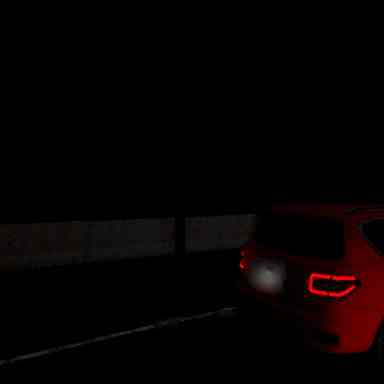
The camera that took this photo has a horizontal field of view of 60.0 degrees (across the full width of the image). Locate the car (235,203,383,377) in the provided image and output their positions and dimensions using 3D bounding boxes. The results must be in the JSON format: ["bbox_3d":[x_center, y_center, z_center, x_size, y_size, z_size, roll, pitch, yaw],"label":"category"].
[{"bbox_3d":[3.356,1.205,5.575,5.566,2.045,2.150,0,0,-28],"label":"car"}]
